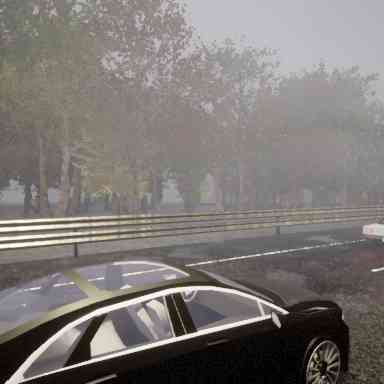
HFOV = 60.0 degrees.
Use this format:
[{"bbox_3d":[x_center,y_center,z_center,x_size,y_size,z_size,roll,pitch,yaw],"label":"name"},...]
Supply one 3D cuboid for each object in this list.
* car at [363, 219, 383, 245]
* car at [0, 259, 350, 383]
[{"bbox_3d":[9.404,1.581,14.024,4.718,1.301,1.895,0,0,-32],"label":"car"},{"bbox_3d":[-0.322,1.490,3.422,4.902,1.511,2.128,0,0,-35],"label":"car"}]
